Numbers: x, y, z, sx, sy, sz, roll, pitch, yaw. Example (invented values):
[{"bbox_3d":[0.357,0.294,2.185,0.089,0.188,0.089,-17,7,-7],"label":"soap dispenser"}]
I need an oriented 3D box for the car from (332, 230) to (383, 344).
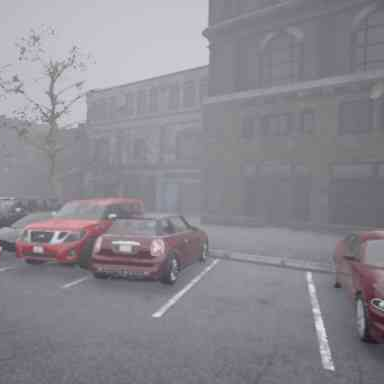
[{"bbox_3d":[3.887,1.511,6.312,2.097,1.535,5.008,1,-1,17],"label":"car"}]

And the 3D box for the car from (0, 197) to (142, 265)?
[{"bbox_3d":[-3.375,1.255,11.653,2.435,2.045,5.566,1,-1,16],"label":"car"}]

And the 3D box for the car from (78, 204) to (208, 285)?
[{"bbox_3d":[-0.970,1.382,9.865,2.185,1.767,4.553,0,-1,16],"label":"car"}]
